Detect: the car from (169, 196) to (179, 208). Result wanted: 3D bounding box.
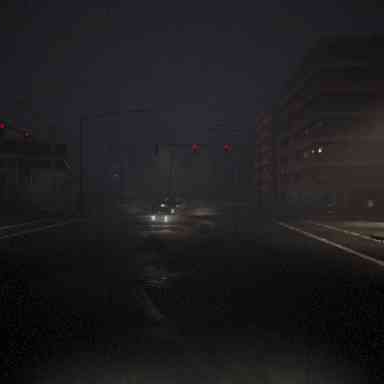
[{"bbox_3d":[-3.242,1.564,46.386,1.994,1.385,4.181,0,0,0],"label":"car"}]

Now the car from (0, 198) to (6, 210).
[{"bbox_3d":[-24.023,1.456,38.959,3.806,1.475,1.970,0,0,1],"label":"car"}]

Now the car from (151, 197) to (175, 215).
[{"bbox_3d":[-3.148,1.547,34.739,2.033,1.411,5.357,0,0,-1],"label":"car"}]
